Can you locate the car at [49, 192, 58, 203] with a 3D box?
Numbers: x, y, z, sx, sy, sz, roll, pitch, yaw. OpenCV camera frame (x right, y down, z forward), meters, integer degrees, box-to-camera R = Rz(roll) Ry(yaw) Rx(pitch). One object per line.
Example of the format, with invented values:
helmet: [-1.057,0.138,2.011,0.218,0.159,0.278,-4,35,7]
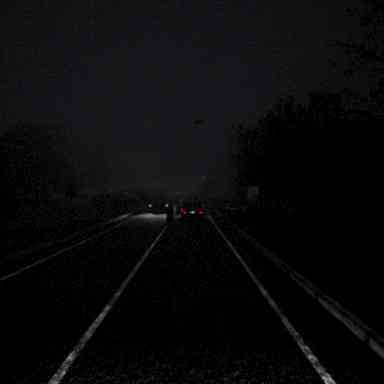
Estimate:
car: [-23.200,0.910,49.647,4.792,1.488,2.163,0,0,0]

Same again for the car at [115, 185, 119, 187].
car: [-22.899,-0.336,88.547,5.008,1.535,2.097,0,3,0]

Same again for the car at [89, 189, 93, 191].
car: [-23.051,0.572,66.386,4.892,1.521,2.231,0,1,0]

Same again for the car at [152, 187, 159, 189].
car: [-9.970,0.274,71.916,4.553,1.767,2.185,0,2,0]

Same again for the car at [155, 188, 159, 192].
car: [-9.987,0.521,69.135,4.792,1.488,2.163,0,2,0]

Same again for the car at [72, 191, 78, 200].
car: [-23.086,0.805,57.890,4.792,1.488,2.163,0,1,0]

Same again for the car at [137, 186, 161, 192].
car: [-9.951,0.172,74.694,4.553,1.767,2.185,0,2,0]

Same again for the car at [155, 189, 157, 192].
car: [-9.947,0.606,66.348,4.792,1.488,2.163,0,2,0]

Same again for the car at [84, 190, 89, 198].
car: [-23.071,0.650,63.469,5.008,1.535,2.097,0,1,0]

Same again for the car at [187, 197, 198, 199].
car: [0.024,1.300,42.823,2.033,1.411,5.357,0,2,0]

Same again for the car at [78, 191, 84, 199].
car: [-23.091,0.716,60.680,5.008,1.535,2.097,0,1,0]

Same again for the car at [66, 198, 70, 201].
car: [-23.318,0.815,55.235,5.366,1.575,1.946,0,1,0]

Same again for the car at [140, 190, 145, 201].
car: [-10.086,0.887,49.619,5.008,1.535,2.097,0,1,0]

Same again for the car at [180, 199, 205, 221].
car: [0.050,1.529,26.753,2.033,1.411,5.357,0,0,0]

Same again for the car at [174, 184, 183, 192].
car: [-3.434,-0.692,94.648,1.812,1.442,4.674,0,3,0]

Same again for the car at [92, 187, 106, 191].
car: [-22.815,0.293,74.615,5.366,1.575,1.946,0,2,0]

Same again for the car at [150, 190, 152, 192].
car: [-10.005,0.809,57.981,4.792,1.488,2.163,0,1,0]

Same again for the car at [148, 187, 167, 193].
car: [-9.781,-0.633,94.181,5.008,1.535,2.097,0,3,0]

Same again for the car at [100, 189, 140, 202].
car: [-10.141,0.778,46.839,4.553,1.767,2.185,0,0,0]

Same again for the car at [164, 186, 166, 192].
car: [-9.814,-0.165,85.842,4.792,1.488,2.163,0,3,0]

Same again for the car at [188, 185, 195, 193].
car: [-0.183,-0.472,88.743,1.882,1.535,5.008,0,3,0]

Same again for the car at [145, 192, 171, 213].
car: [-3.329,1.263,35.070,2.097,1.767,4.553,0,1,0]

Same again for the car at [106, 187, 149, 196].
car: [-10.100,0.609,52.410,5.566,2.045,2.435,0,1,0]

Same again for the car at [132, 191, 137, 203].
car: [-10.159,0.943,44.054,4.792,1.488,2.163,0,0,0]

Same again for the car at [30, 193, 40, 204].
car: [-23.213,0.947,43.950,4.674,1.452,2.002,0,0,0]

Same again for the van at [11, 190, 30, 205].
van: [-23.102,0.692,41.275,4.442,1.987,1.878,1,0,0]

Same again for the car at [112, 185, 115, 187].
car: [-22.955,-0.319,85.759,4.553,1.767,2.185,0,3,0]

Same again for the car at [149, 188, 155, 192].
car: [-9.964,0.527,63.558,4.553,1.767,2.185,0,1,0]

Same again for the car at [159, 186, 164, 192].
car: [-9.875,0.067,80.270,5.008,1.535,2.097,0,3,0]

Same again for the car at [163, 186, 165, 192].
car: [-9.857,-0.060,83.057,5.008,1.535,2.097,0,3,0]

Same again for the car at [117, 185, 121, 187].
car: [-23.070,-0.493,91.452,5.366,1.575,1.946,0,3,0]

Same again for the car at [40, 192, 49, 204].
car: [-23.194,0.937,46.735,4.674,1.452,2.002,0,0,0]

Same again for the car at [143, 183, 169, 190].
car: [-9.833,-0.736,91.389,5.566,2.045,2.435,0,3,0]

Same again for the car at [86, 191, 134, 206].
car: [-10.119,0.952,41.270,4.792,1.488,2.163,0,0,0]

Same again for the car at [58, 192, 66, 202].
car: [-23.338,0.851,52.440,5.366,1.575,1.946,0,1,0]

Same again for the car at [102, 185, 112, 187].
car: [-22.990,-0.184,80.179,5.566,2.045,2.435,0,3,0]
